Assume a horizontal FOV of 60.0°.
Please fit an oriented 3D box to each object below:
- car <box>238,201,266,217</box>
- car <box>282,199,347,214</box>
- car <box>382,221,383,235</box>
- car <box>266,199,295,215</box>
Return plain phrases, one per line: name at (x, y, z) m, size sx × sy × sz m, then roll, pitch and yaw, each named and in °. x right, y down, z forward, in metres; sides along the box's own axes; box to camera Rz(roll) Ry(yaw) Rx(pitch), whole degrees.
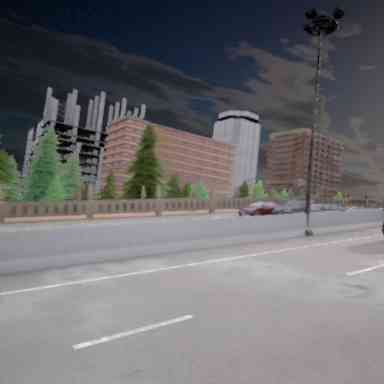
car at (6.277, 1.527, 29.952) m, size 4.674 × 1.442 × 1.812 m, roll 0°, pitch 0°, yaw -35°
car at (8.831, 1.479, 23.177) m, size 5.008 × 1.535 × 1.882 m, roll 0°, pitch 0°, yaw -35°
car at (10.754, 1.526, 15.710) m, size 4.674 × 1.442 × 1.812 m, roll 0°, pitch 0°, yaw -35°
car at (8.670, 1.354, 27.358) m, size 4.553 × 1.767 × 2.097 m, roll 0°, pitch 0°, yaw -35°
